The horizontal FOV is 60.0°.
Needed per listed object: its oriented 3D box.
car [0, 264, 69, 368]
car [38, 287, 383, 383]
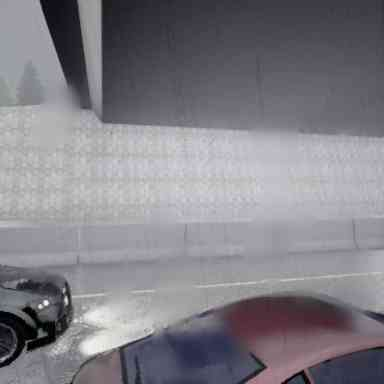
[{"bbox_3d":[-3.943,1.563,4.791,4.181,1.385,1.994,0,0,-15],"label":"car"},{"bbox_3d":[1.131,1.563,2.563,4.181,1.385,1.994,0,0,-15],"label":"car"}]
